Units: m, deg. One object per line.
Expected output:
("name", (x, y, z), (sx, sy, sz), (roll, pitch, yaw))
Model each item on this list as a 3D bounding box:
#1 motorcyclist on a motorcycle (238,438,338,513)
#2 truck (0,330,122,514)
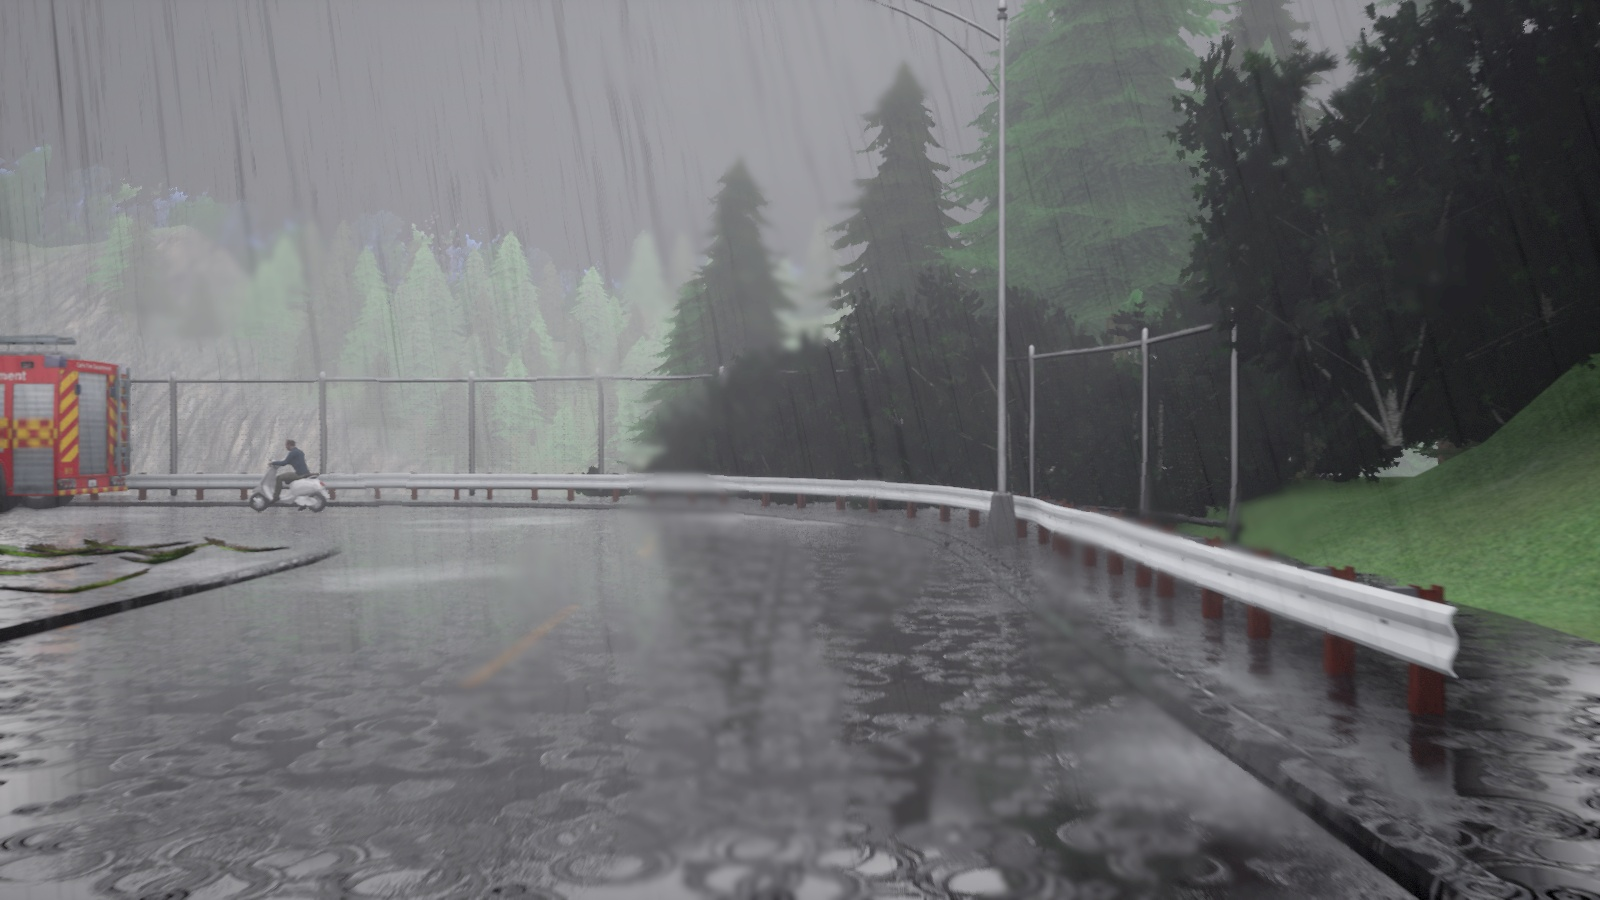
("motorcyclist on a motorcycle", (-11.124, 0.539, 27.306), (1.817, 1.590, 0.866), (0, 0, 6))
("truck", (-19.910, -0.588, 27.560), (8.468, 3.827, 2.891), (0, 0, -1))
